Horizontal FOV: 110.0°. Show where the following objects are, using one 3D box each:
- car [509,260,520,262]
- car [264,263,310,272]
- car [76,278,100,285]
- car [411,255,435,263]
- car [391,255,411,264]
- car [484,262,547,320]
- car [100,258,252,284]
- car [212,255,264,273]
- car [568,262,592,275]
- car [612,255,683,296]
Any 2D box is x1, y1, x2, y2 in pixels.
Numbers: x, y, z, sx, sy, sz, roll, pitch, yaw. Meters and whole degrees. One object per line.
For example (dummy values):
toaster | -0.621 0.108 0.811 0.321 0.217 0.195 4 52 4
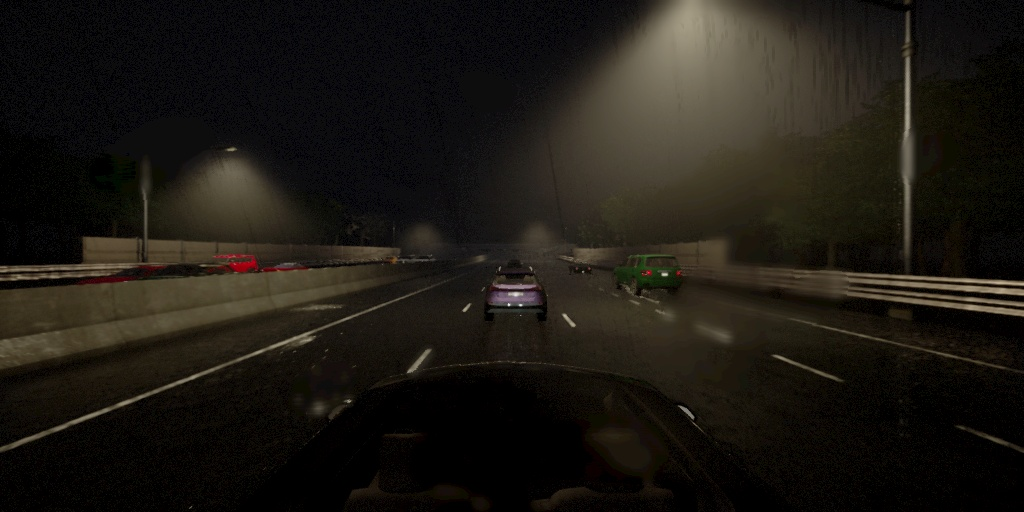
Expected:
car | 0.282 1.222 43.465 1.837 1.490 4.892 0 0 0
car | -20.988 1.323 33.322 1.895 1.301 4.718 0 0 0
car | -17.570 1.214 17.294 1.882 1.535 5.008 0 0 0
car | -13.734 0.891 56.780 2.150 2.045 5.566 0 1 1
car | -17.205 0.879 58.413 2.150 2.045 5.566 0 0 1
car | 0.115 1.173 12.587 2.033 1.649 4.856 0 0 0
car | -14.075 1.090 15.536 2.097 1.767 4.553 0 0 0
car | -24.506 0.947 30.769 2.150 2.045 5.566 0 0 0
car | 7.244 1.323 38.698 1.895 1.301 4.718 0 0 0
car | 7.135 0.960 19.398 2.150 2.045 5.566 0 0 0
